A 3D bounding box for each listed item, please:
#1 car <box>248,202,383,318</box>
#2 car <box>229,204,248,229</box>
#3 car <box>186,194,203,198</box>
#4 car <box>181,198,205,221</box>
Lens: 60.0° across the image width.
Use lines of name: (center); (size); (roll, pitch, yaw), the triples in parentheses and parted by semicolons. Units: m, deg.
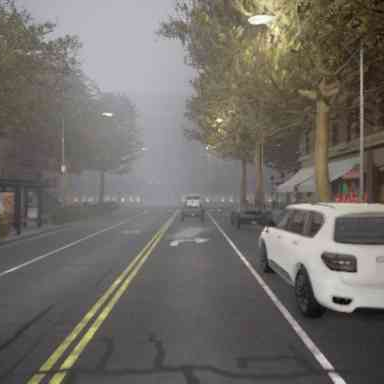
car: (3.052, 1.246, 7.585); (2.435, 2.045, 5.566); (0, 0, 0)
car: (3.633, 1.530, 21.950); (2.231, 1.521, 4.892); (0, 0, 0)
car: (0.370, 1.315, 41.002); (2.150, 2.045, 5.566); (0, 0, 6)
car: (0.081, 1.552, 27.558); (2.128, 1.511, 4.902); (0, 0, 0)
